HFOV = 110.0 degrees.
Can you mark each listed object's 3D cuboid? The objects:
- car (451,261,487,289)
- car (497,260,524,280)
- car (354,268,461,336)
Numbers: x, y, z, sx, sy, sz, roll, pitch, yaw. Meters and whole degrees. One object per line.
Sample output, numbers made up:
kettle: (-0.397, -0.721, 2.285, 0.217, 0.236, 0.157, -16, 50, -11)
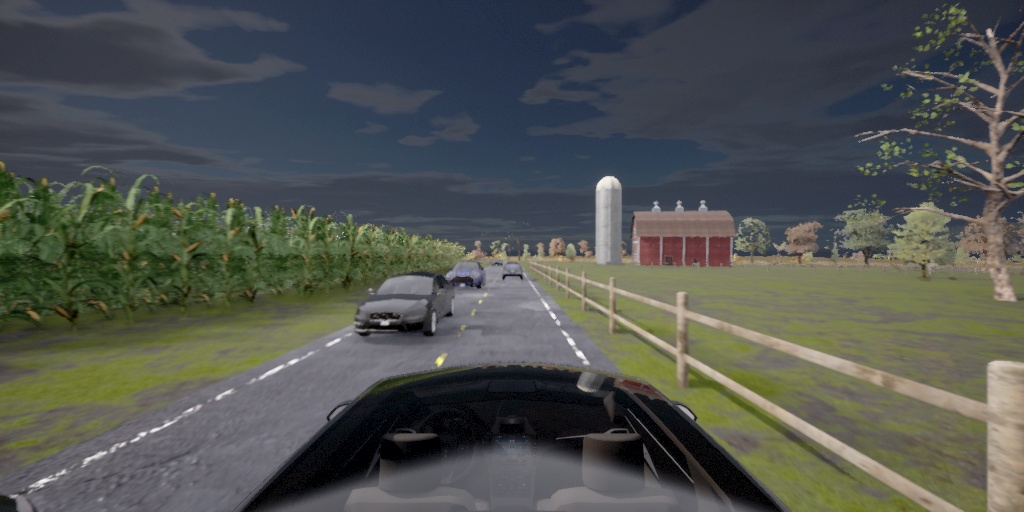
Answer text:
car: (-2.826, 1.099, 22.937, 2.097, 1.767, 4.553, 0, 0, 1)
car: (0.064, 1.296, 31.540, 2.033, 1.411, 5.357, 0, 0, 0)
car: (-2.847, 1.252, 10.450, 1.837, 1.490, 4.892, 0, 0, 0)
